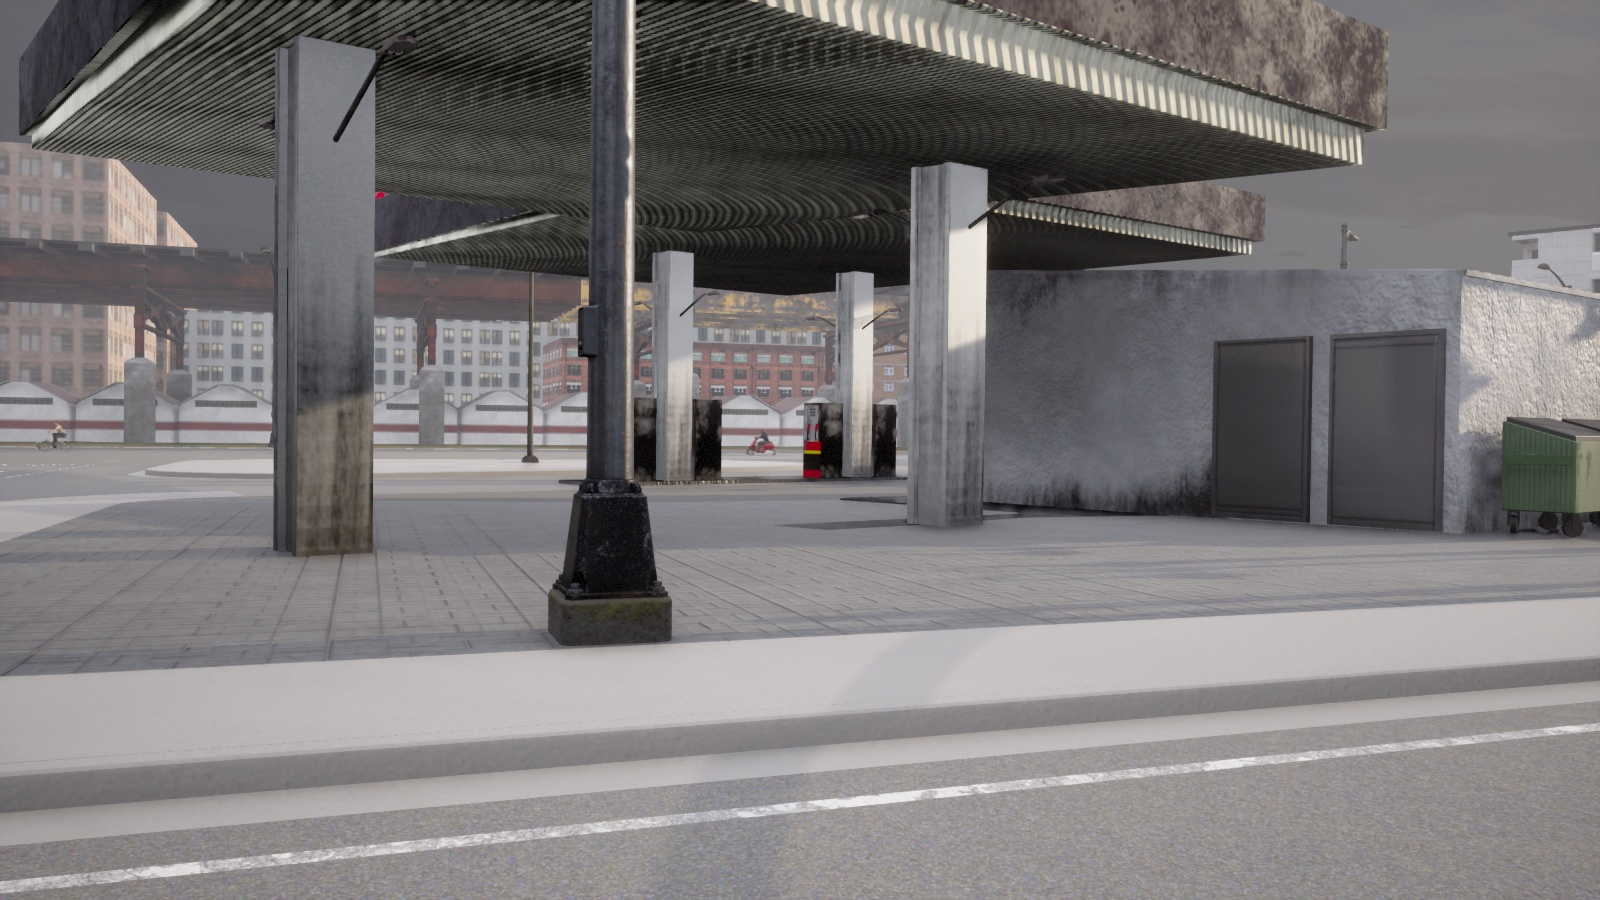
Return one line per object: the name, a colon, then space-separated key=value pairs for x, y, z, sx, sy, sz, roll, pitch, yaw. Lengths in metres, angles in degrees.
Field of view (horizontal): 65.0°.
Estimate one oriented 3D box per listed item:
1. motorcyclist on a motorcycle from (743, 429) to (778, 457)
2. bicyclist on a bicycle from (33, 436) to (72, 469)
motorcyclist on a motorcycle: x=-2.263 y=-0.401 z=72.351 sx=1.817 sy=1.590 sz=0.866 roll=-1 pitch=1 yaw=-17
bicyclist on a bicycle: x=-37.921 y=0.108 z=63.730 sx=1.509 sy=1.612 sz=0.866 roll=-1 pitch=1 yaw=-19
